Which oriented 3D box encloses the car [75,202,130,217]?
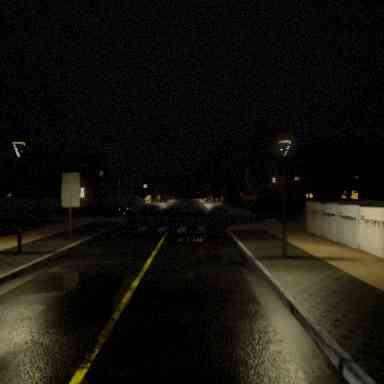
[{"bbox_3d":[-8.043,1.566,30.040,4.718,1.301,1.895,0,-1,19],"label":"car"}]
